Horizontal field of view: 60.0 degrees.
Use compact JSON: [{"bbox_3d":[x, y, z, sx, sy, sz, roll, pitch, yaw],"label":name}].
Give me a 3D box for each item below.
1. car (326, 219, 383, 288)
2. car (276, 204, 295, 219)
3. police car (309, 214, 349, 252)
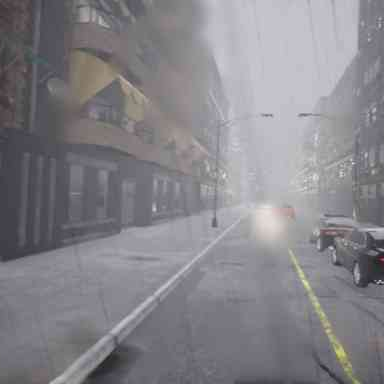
[{"bbox_3d":[5.573,1.845,10.010,1.837,1.490,4.892,2,-1,12],"label":"car"},{"bbox_3d":[11.316,2.248,40.403,2.097,1.767,4.553,2,-1,13],"label":"car"},{"bbox_3d":[6.860,1.879,15.983,1.930,1.638,5.238,2,-1,12],"label":"police car"}]
